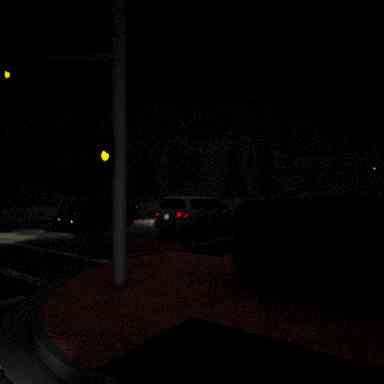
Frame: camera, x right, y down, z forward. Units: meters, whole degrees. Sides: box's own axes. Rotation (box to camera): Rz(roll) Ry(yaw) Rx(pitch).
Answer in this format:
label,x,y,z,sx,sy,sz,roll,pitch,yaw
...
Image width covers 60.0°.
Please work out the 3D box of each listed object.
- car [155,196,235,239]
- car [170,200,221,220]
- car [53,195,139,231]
label,x,y,z,sx,sy,sz,roll,pitch,yaw
car,0.460,1.231,17.861,2.150,2.045,5.566,0,0,38
car,0.408,1.494,29.378,1.882,1.535,5.008,0,0,39
car,-5.953,1.238,21.359,2.150,2.045,5.566,0,0,38
